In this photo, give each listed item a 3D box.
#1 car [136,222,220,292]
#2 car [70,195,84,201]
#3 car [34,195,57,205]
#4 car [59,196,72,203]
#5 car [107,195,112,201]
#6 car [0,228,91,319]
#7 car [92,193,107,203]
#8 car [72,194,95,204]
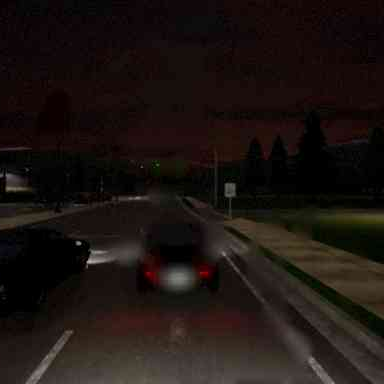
[{"bbox_3d":[-0.386,1.516,8.783,1.812,1.442,4.674,0,0,-3],"label":"car"},{"bbox_3d":[-27.305,1.389,78.913,1.882,1.535,5.008,0,0,-3],"label":"car"},{"bbox_3d":[-26.348,1.284,59.316,2.097,1.767,4.553,0,0,-2],"label":"car"},{"bbox_3d":[-26.784,1.462,68.760,2.033,1.411,5.357,0,0,-3],"label":"car"},{"bbox_3d":[-20.298,1.436,78.959,2.128,1.511,4.902,0,0,-3],"label":"car"},{"bbox_3d":[-3.828,1.539,7.532,2.033,1.411,5.357,0,0,-3],"label":"car"},{"bbox_3d":[-19.768,1.148,68.620,2.150,2.045,5.566,0,0,-3],"label":"car"},{"bbox_3d":[-19.354,1.497,59.330,1.994,1.385,4.181,0,0,-2],"label":"car"}]
